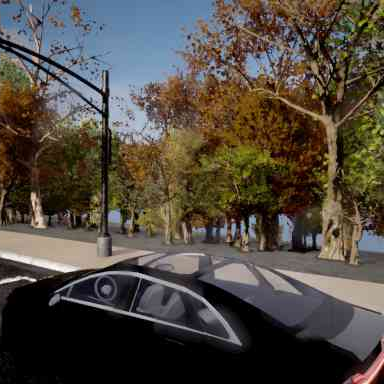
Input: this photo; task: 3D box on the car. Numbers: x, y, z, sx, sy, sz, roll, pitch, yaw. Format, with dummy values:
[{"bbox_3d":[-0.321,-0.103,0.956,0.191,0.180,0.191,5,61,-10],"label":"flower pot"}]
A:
[{"bbox_3d":[-0.395,1.491,3.974,4.902,1.511,2.128,0,0,36],"label":"car"}]
